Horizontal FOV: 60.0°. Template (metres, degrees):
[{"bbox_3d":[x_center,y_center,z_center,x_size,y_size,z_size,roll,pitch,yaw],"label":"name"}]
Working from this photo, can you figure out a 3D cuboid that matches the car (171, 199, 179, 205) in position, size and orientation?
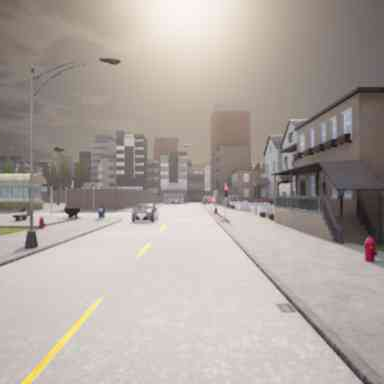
[{"bbox_3d":[-3.971,2.421,79.043,2.033,1.411,5.357,0,-1,0],"label":"car"}]

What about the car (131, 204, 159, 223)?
[{"bbox_3d":[-3.992,1.765,28.694,2.128,1.511,4.902,0,-1,0],"label":"car"}]
